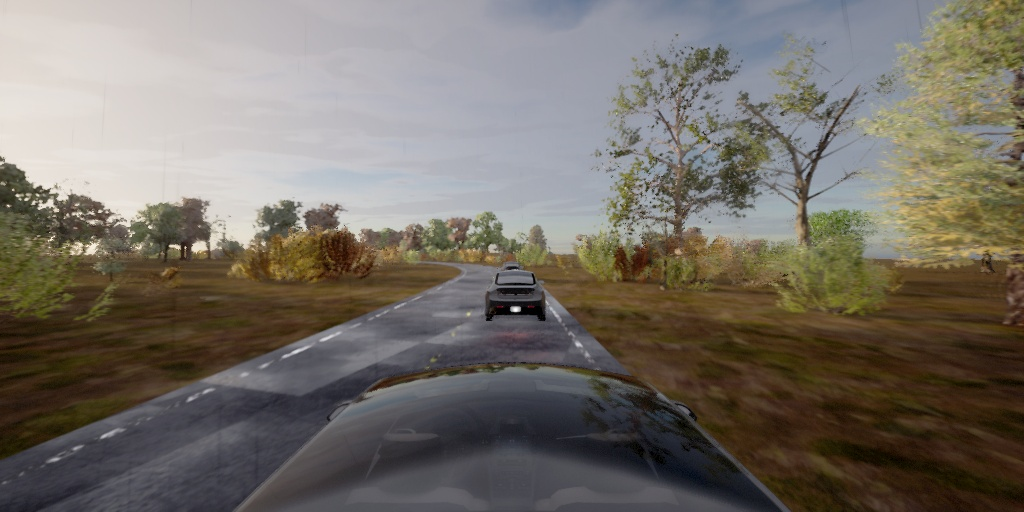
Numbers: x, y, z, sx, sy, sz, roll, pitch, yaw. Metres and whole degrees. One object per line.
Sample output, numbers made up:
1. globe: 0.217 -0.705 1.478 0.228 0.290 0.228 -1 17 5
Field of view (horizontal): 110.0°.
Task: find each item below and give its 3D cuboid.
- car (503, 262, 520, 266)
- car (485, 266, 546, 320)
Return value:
1. car: -0.069 1.258 30.656 1.837 1.490 4.892 0 0 -2
2. car: 0.104 1.256 12.558 1.837 1.490 4.892 0 0 0
